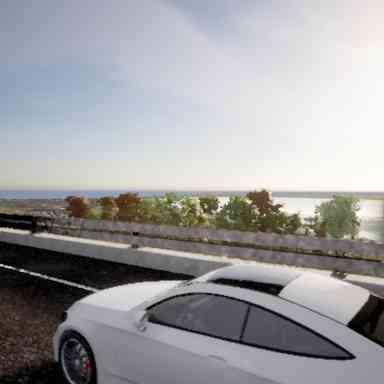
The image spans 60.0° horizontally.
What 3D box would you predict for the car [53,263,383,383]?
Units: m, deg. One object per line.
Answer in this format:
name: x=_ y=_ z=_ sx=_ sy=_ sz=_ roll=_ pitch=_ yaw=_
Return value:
car: x=0.475 y=1.527 z=3.530 sx=4.674 sy=1.442 sz=1.812 roll=0 pitch=0 yaw=36
